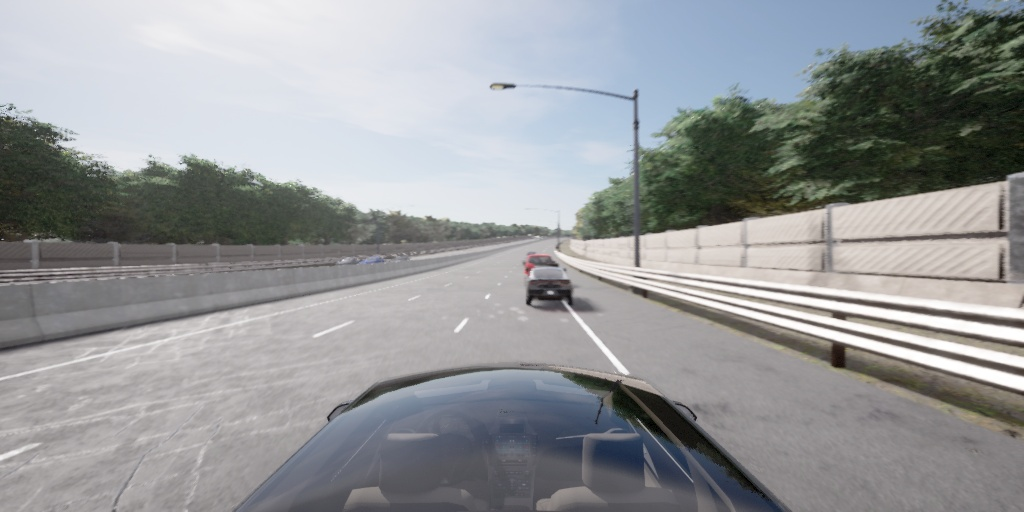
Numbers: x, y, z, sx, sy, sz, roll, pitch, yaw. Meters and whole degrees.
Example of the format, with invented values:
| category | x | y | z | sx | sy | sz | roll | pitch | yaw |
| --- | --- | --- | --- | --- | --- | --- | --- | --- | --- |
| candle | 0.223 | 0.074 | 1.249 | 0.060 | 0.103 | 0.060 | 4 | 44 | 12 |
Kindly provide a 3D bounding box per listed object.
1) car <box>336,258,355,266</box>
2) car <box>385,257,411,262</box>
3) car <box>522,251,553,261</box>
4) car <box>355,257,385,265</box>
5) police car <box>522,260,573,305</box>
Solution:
| category | x | y | z | sx | sy | sz | roll | pitch | yaw |
| --- | --- | --- | --- | --- | --- | --- | --- | --- | --- |
| car | -22.383 | 1.006 | 49.242 | 1.994 | 1.385 | 4.181 | 0 | 2 | 4 |
| car | -15.339 | 0.866 | 49.614 | 1.837 | 1.490 | 4.892 | 0 | 2 | 4 |
| car | 1.942 | 0.896 | 25.768 | 2.150 | 2.045 | 5.566 | 0 | 0 | 3 |
| car | -18.899 | 0.895 | 48.941 | 1.882 | 1.535 | 5.008 | 0 | 2 | 4 |
| police car | 1.533 | 1.146 | 15.974 | 1.930 | 1.638 | 5.238 | 0 | 0 | 2 |
